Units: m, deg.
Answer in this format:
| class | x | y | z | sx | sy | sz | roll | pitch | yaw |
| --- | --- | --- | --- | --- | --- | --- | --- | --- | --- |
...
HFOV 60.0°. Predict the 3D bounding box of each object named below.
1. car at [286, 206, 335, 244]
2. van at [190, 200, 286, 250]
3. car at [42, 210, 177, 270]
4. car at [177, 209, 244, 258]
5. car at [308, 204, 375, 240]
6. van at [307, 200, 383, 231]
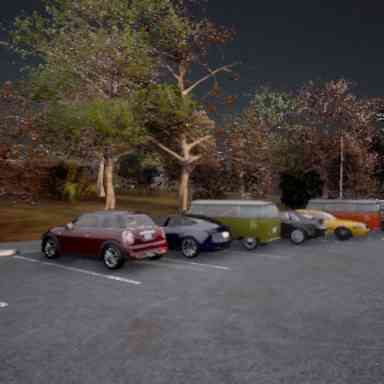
| class | x | y | z | sx | sy | sz | roll | pitch | yaw |
| --- | --- | --- | --- | --- | --- | --- | --- | --- | --- |
| car | 4.101 | 1.617 | 16.473 | 4.892 | 1.521 | 2.231 | -1 | -1 | 35 |
| van | 1.600 | 1.360 | 14.835 | 4.442 | 1.987 | 1.878 | -1 | -1 | 35 |
| car | -3.074 | 1.398 | 11.342 | 4.553 | 1.767 | 2.185 | -1 | -1 | 34 |
| car | -0.725 | 1.584 | 13.079 | 4.792 | 1.488 | 2.163 | -1 | -1 | 35 |
| car | 6.649 | 1.646 | 18.083 | 5.366 | 1.575 | 1.946 | -1 | -1 | 35 |
| van | 8.796 | 1.461 | 19.962 | 4.442 | 1.987 | 1.878 | -1 | -1 | 35 |
